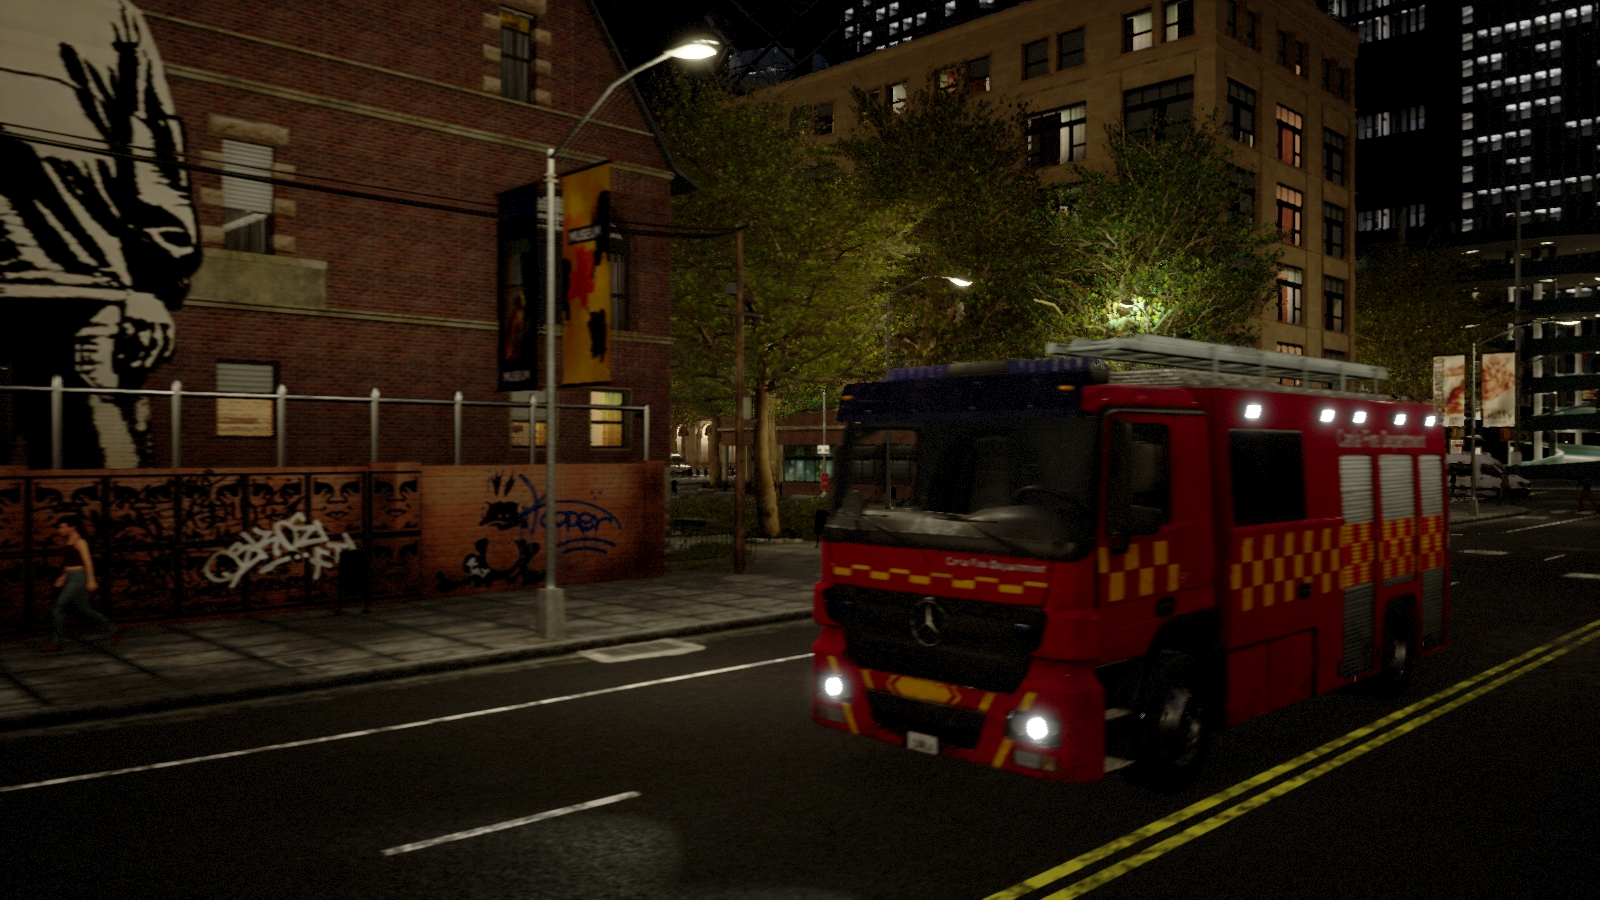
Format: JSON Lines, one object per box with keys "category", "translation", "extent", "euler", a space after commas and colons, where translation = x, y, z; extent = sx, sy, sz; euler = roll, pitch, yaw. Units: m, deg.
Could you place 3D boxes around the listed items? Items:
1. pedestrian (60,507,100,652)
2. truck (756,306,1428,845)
{"category": "pedestrian", "translation": [-9.544, 1.704, 15.140], "extent": [0.375, 1.860, 0.375], "euler": [0, 0, -45]}
{"category": "truck", "translation": [3.654, 0.893, 12.101], "extent": [8.468, 3.827, 2.891], "euler": [0, 0, -44]}
